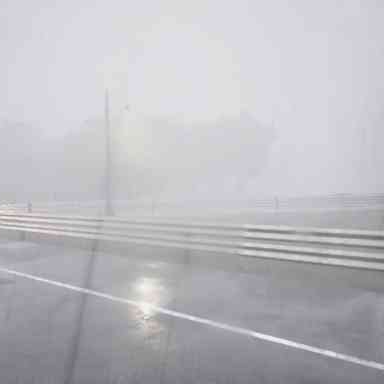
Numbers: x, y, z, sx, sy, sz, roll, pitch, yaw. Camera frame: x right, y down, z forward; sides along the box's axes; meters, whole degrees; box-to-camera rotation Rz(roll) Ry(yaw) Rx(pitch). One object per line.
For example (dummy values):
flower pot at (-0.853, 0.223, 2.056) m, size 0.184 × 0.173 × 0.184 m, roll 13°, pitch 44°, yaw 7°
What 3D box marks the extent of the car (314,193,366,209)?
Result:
car at (14.821, 0.914, 33.389) m, size 5.008 × 1.535 × 1.882 m, roll -1°, pitch -1°, yaw -6°
